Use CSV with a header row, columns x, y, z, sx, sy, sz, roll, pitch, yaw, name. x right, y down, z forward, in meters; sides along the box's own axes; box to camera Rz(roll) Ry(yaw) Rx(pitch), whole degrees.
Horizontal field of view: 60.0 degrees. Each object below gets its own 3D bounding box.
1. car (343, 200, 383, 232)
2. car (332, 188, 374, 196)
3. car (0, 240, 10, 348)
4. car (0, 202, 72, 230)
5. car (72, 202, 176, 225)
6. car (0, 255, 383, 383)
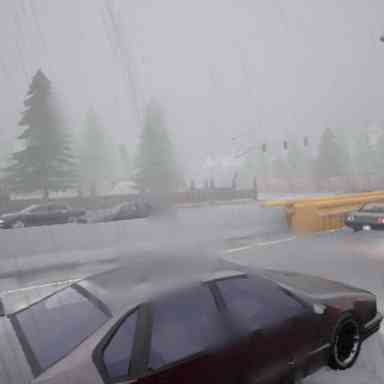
x,y,z,sx,sy,sz,roll,pitch,yaw,name
8.546,0.990,14.104,4.718,1.301,1.895,-3,2,-35,car
12.289,0.439,25.455,4.902,1.511,2.128,-3,2,-35,car
-5.449,1.582,4.159,5.357,1.411,2.033,-1,0,-35,car
-8.637,1.385,19.320,4.892,1.490,1.837,-3,1,-35,car
-3.536,1.267,18.657,5.357,1.411,2.033,-3,2,-35,car
-0.005,1.495,3.743,5.357,1.411,2.033,-2,1,-35,car
